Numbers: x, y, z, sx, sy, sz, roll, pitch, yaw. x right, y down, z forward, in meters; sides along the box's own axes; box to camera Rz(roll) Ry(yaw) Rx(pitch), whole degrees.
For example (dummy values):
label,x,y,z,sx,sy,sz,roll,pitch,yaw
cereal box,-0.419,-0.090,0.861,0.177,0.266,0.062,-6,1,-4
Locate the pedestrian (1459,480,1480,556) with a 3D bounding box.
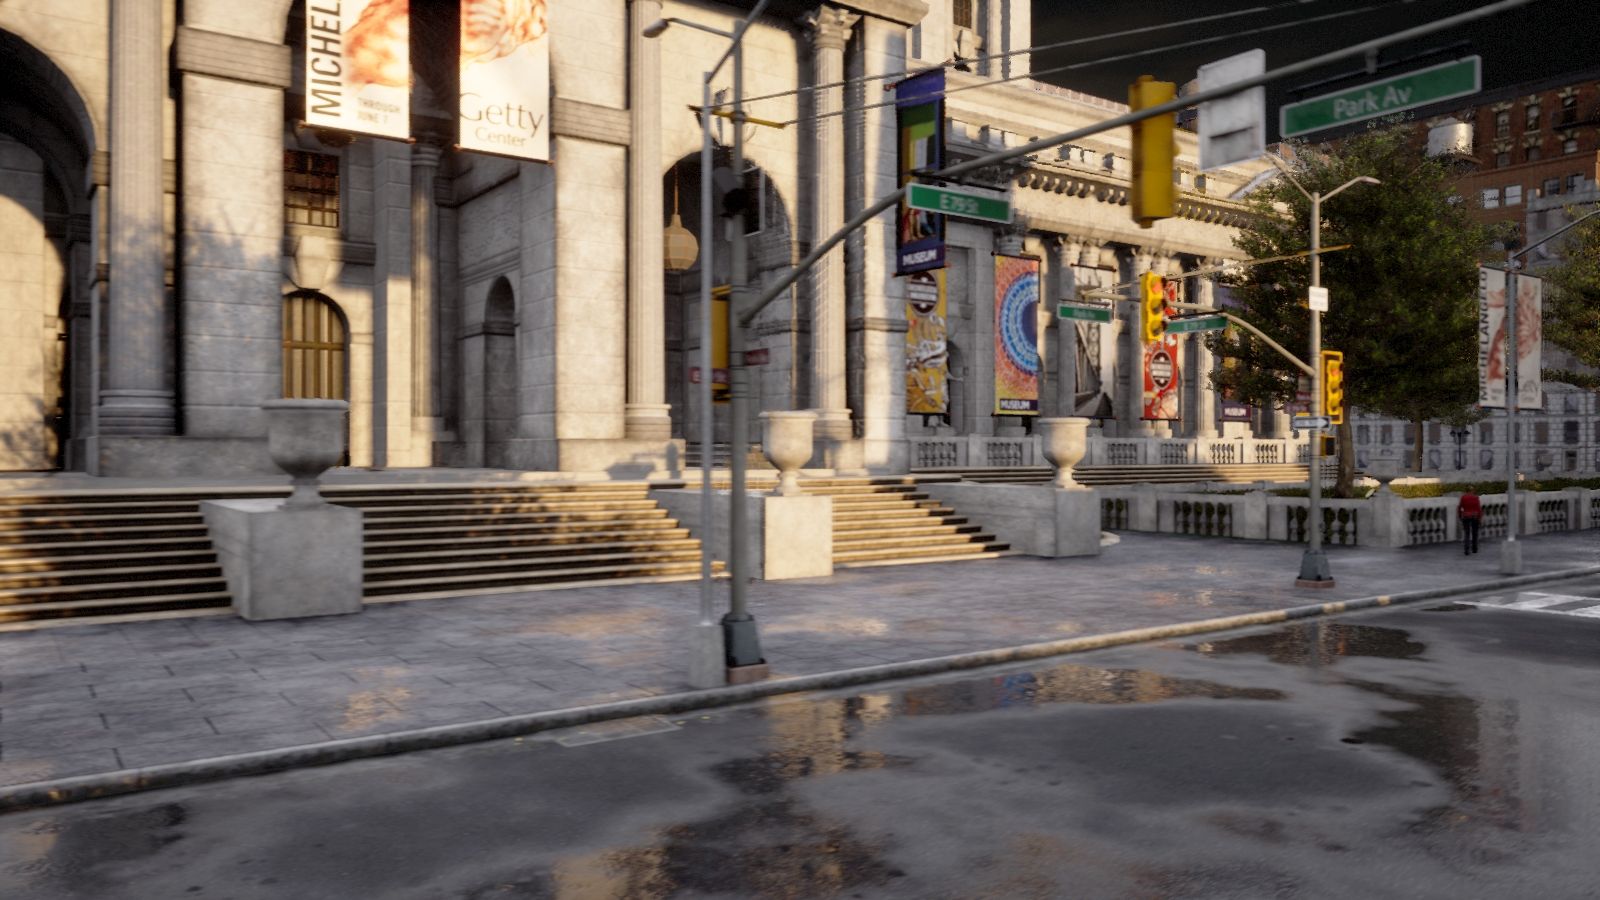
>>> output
label,x,y,z,sx,sy,sz,roll,pitch,yaw
pedestrian,16.652,1.692,28.406,0.375,1.860,0.375,0,0,44
